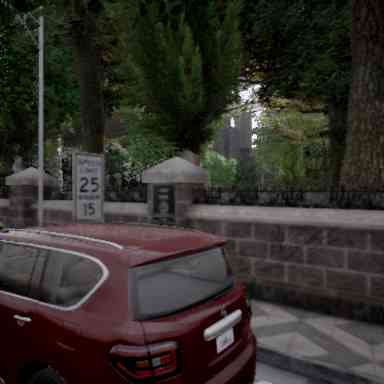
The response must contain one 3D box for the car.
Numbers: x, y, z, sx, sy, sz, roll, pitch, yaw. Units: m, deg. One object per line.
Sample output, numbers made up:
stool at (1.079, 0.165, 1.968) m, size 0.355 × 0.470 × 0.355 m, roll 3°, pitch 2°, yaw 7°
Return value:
car at (-1.670, 1.303, 4.156) m, size 5.009 × 1.841 × 2.192 m, roll 0°, pitch 0°, yaw 36°
